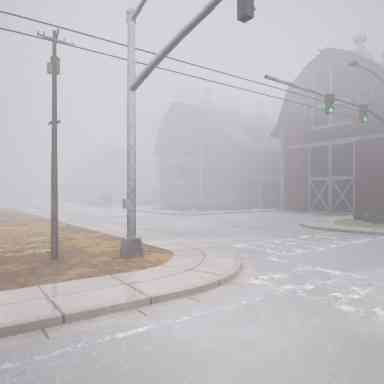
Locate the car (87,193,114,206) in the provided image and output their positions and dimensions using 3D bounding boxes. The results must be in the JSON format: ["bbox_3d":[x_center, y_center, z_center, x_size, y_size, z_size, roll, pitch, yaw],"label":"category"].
[{"bbox_3d":[-13.846,1.118,50.577,3.866,1.878,1.905,-2,5,11],"label":"car"}]
